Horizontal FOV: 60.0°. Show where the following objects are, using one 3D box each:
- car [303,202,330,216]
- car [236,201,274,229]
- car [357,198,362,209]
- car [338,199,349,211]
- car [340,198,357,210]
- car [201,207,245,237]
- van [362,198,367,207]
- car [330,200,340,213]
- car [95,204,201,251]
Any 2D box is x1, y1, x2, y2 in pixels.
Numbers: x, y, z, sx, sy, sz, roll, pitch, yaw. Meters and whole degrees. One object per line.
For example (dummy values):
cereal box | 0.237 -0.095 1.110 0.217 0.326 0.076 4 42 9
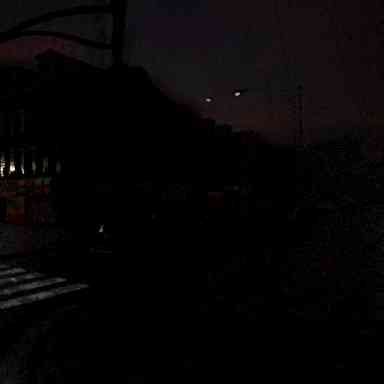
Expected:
car | 13.707 1.960 37.507 2.008 1.369 4.403 -1 -1 35
car | 4.275 1.589 24.241 2.192 1.841 5.009 -1 -1 35
car | 26.280 2.037 55.204 1.967 1.590 4.097 -1 -1 35
car | 19.995 2.068 46.354 1.947 1.339 4.313 -1 -1 35
car | 23.135 1.864 50.782 2.192 1.841 5.009 -1 -1 35
car | 1.134 1.797 19.812 1.947 1.339 4.313 -1 -1 35
van | 32.566 2.037 64.053 1.690 1.788 3.998 -1 -1 35
car | 16.752 1.979 41.793 1.752 1.417 4.829 -1 -1 35
car | -2.012 1.504 15.393 2.192 1.841 5.009 -1 -1 35
